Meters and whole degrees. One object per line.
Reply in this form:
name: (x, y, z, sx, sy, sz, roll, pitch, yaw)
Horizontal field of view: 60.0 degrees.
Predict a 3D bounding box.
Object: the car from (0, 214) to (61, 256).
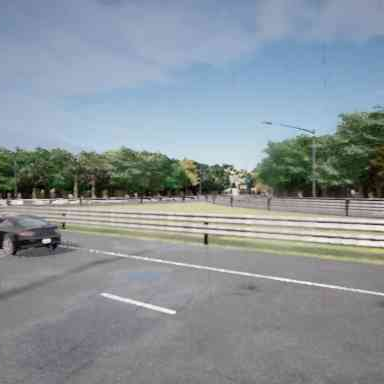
car: (-7.179, 1.637, 13.554, 4.674, 1.442, 1.812, 0, 0, 36)
